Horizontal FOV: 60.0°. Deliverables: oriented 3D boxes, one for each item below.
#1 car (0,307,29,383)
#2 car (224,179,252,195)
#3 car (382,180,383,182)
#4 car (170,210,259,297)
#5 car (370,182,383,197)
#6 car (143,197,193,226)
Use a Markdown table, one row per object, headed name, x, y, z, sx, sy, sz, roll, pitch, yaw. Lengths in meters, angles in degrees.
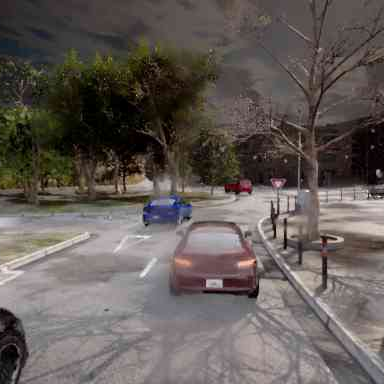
| name | x | y | z | sx | sy | sz | roll | pitch | yaw |
| --- | --- | --- | --- | --- | --- | --- | --- | --- | --- |
| car | -2.981 | 1.552 | 2.297 | 1.994 | 1.385 | 4.181 | 0 | 0 | 1 |
| car | 6.305 | -0.728 | 45.986 | 2.150 | 2.045 | 5.566 | 0 | 3 | -17 |
| car | 35.116 | -1.552 | 59.366 | 2.185 | 1.767 | 4.553 | -1 | 4 | -15 |
| car | 0.544 | 1.436 | 8.281 | 1.812 | 1.442 | 4.674 | 0 | 1 | 4 |
| car | 23.214 | -0.127 | 39.162 | 4.902 | 1.511 | 2.128 | -2 | 4 | -23 |
| car | -1.270 | 1.025 | 19.260 | 1.882 | 1.535 | 5.008 | 0 | 3 | 12 |
